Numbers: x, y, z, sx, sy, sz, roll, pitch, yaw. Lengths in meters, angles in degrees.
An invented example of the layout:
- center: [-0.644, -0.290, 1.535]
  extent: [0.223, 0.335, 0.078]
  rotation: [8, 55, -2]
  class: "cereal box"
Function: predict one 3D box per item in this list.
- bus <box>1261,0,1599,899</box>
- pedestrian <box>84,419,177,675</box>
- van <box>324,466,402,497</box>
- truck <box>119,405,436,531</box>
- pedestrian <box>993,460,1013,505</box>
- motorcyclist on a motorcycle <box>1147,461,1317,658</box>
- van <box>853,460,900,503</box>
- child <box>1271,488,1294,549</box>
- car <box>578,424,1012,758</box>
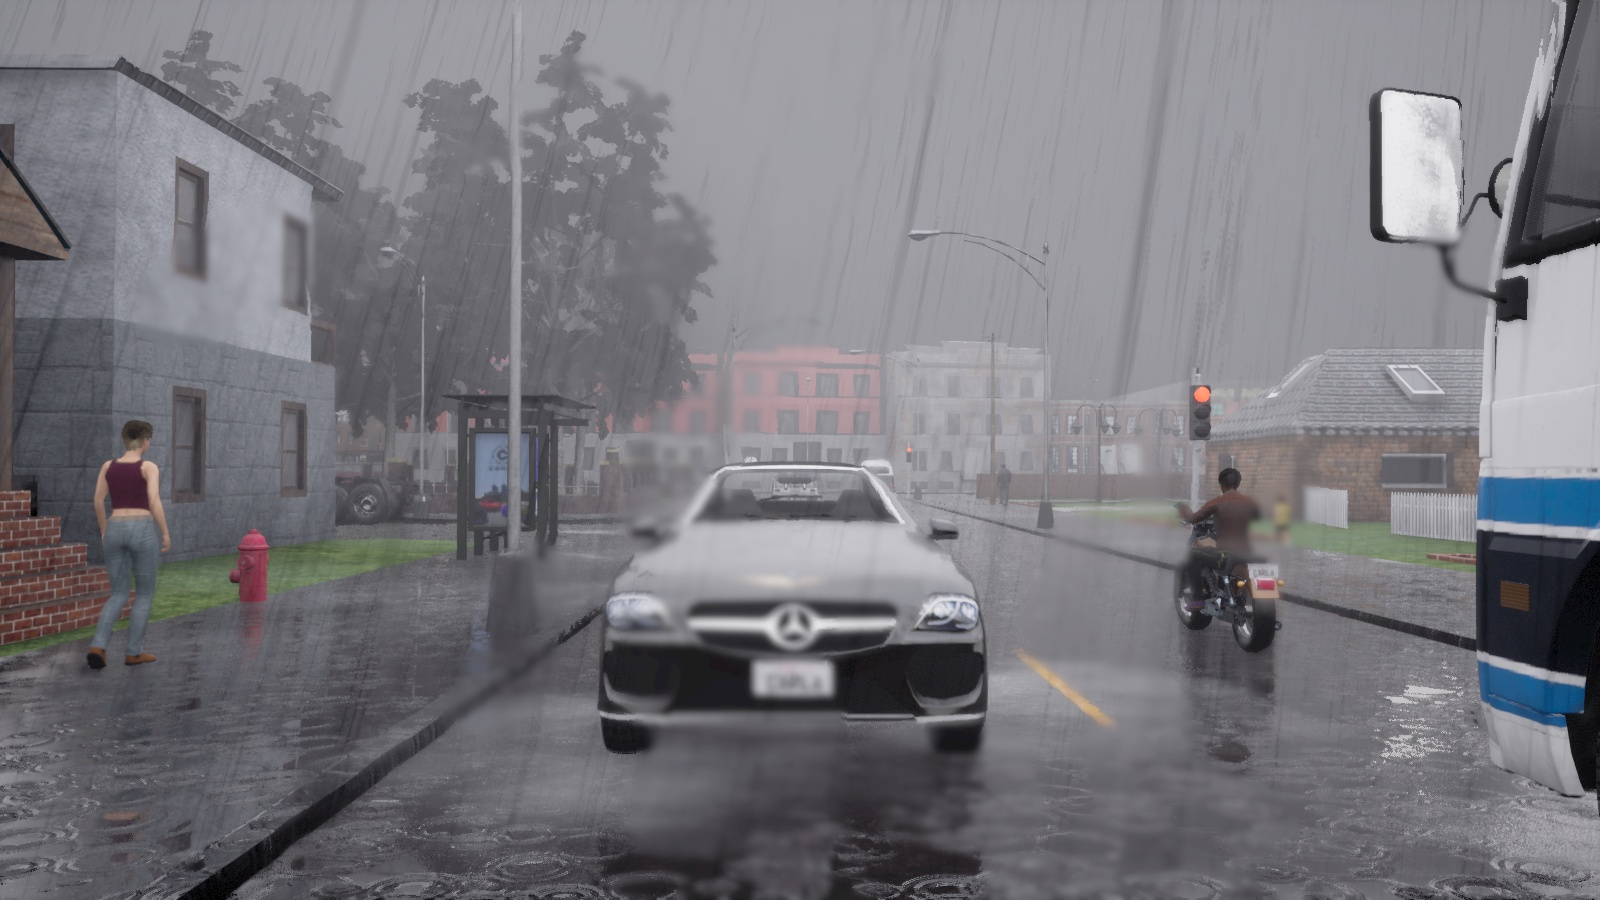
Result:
- center: [3.998, -0.572, 0.333]
  extent: [3.944, 4.253, 10.273]
  rotation: [0, -1, 0]
  class: "bus"
- center: [-4.954, 0.700, 9.312]
  extent: [0.345, 1.836, 0.594]
  rotation: [0, -1, 2]
  class: "pedestrian"
- center: [-28.225, 2.041, 81.259]
  extent: [4.442, 1.987, 1.775]
  rotation: [0, -1, 0]
  class: "van"
- center: [-14.878, 0.500, 36.276]
  extent: [7.936, 3.462, 2.891]
  rotation: [0, -1, -4]
  class: "truck"
- center: [8.618, 1.381, 53.227]
  extent: [0.563, 1.883, 0.849]
  rotation: [0, -1, -11]
  class: "pedestrian"
- center: [3.954, 0.946, 11.733]
  extent: [0.766, 1.649, 2.350]
  rotation: [0, -1, 0]
  class: "motorcyclist on a motorcycle"
- center: [3.784, 1.572, 62.756]
  extent: [2.069, 2.038, 4.480]
  rotation: [0, -1, 0]
  class: "van"
- center: [8.918, 1.258, 23.219]
  extent: [0.255, 1.110, 0.394]
  rotation: [0, -1, -2]
  class: "child"
- center: [-0.033, 0.740, 8.766]
  extent: [2.152, 1.651, 5.027]
  rotation: [0, -1, 0]
  class: "car"
